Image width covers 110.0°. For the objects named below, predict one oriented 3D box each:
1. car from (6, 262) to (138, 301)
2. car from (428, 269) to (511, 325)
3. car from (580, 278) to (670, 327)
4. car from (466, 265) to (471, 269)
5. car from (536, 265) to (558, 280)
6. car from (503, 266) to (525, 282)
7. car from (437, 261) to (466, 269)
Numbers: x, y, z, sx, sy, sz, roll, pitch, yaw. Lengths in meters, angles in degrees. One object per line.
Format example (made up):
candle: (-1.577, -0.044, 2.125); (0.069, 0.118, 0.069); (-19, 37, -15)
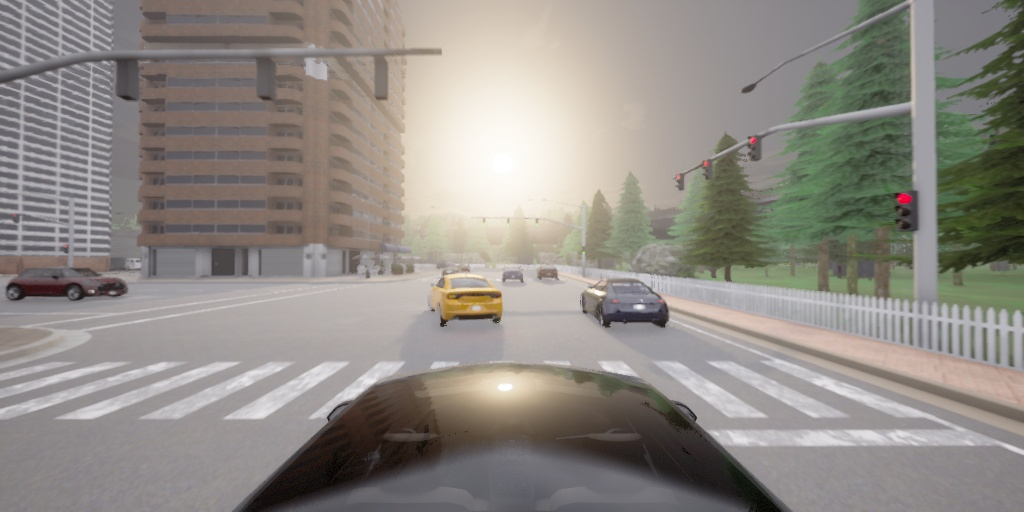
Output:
car: (-23.179, 1.360, 18.843); (4.553, 1.767, 2.097); (0, -1, 0)
car: (-1.783, 1.370, 12.609); (1.882, 1.535, 5.008); (1, -1, -18)
car: (3.597, 1.438, 12.128); (1.994, 1.385, 4.181); (0, -1, 0)
car: (-7.323, 1.976, 55.372); (1.895, 1.301, 4.718); (0, -1, -4)
car: (3.601, 1.641, 37.331); (1.882, 1.535, 5.008); (0, -1, 0)
car: (0.099, 1.645, 33.410); (1.812, 1.442, 4.674); (0, -1, 0)
car: (-7.108, 1.719, 42.690); (2.128, 1.511, 4.902); (0, -1, -1)
